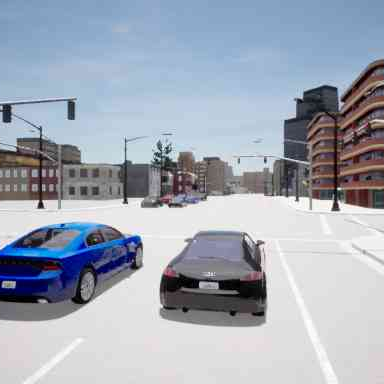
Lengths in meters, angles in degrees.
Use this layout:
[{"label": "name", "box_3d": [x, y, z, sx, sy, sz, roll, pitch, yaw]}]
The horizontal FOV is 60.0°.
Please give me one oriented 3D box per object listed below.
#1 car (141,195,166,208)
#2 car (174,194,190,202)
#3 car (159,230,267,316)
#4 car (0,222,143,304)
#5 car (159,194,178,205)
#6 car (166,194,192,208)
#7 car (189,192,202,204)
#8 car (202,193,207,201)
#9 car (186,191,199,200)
[{"label": "car", "box_3d": [-5.561, 1.230, 46.508, 2.097, 1.767, 4.553, 0, 1, 11]}, {"label": "car", "box_3d": [-1.895, 1.125, 65.126, 2.033, 1.411, 5.357, 0, 1, 11]}, {"label": "car", "box_3d": [0.689, 1.564, 7.637, 1.994, 1.385, 4.181, 0, 0, 12]}, {"label": "car", "box_3d": [-2.748, 1.478, 8.283, 1.882, 1.535, 5.008, 0, 0, 11]}, {"label": "car", "box_3d": [-3.800, 1.226, 55.474, 1.882, 1.535, 5.008, 0, 1, 11]}, {"label": "car", "box_3d": [-1.925, 1.409, 46.886, 2.033, 1.411, 5.357, 0, 1, 11]}, {"label": "car", "box_3d": [-0.091, 1.249, 56.291, 1.812, 1.442, 4.674, 0, 1, 11]}, {"label": "car", "box_3d": [1.867, 1.052, 66.114, 1.837, 1.490, 4.892, 0, 1, 12]}, {"label": "car", "box_3d": [0.048, 0.752, 74.930, 2.097, 1.767, 4.553, 0, 1, 11]}]
